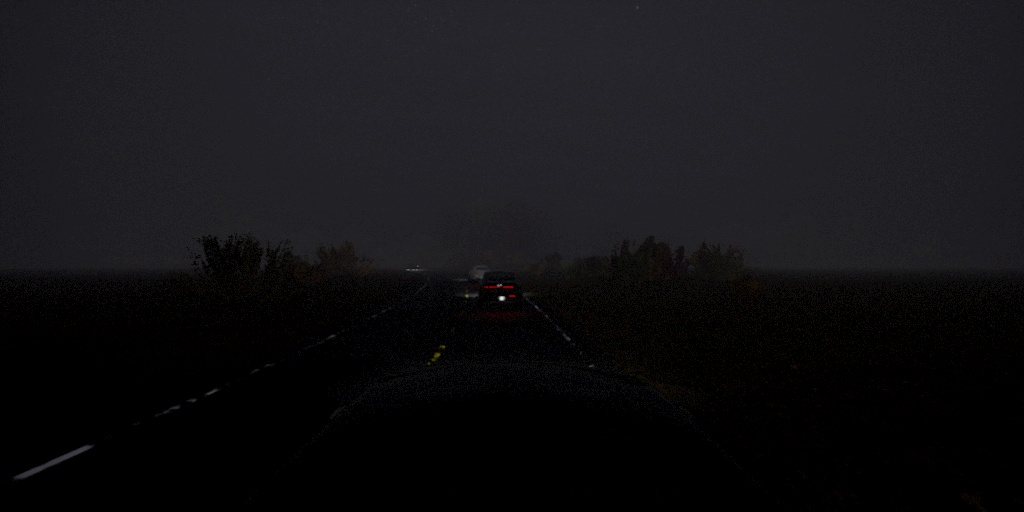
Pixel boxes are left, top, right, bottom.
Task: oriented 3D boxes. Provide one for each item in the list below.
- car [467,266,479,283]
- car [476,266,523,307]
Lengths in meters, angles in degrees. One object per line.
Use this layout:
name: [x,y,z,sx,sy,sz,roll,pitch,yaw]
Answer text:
car: [-2.771,1.561,31.404,1.812,1.442,4.674,0,0,-11]
car: [-0.611,1.398,16.336,1.837,1.490,4.892,0,0,-5]
